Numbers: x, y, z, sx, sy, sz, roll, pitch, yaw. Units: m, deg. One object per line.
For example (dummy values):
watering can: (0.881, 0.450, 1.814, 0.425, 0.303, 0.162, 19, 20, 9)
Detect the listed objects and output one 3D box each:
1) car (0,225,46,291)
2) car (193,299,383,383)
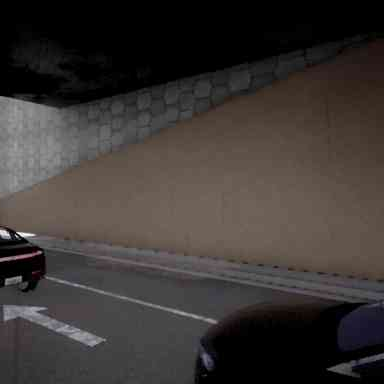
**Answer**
car: (-5.402, 1.492, 7.805, 4.902, 1.511, 2.128, 0, 0, 35)
car: (2.242, 1.491, 2.320, 4.902, 1.511, 2.128, 0, 0, 36)
